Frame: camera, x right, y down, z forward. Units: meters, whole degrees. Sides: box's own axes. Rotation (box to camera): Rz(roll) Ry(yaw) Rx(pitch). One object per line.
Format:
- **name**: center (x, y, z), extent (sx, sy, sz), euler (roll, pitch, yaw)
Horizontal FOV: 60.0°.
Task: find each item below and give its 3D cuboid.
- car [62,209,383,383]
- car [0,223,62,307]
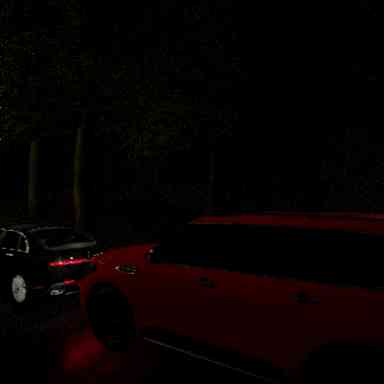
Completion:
- **car**: center (0.834, 1.257, 4.568), extent (5.566, 2.045, 2.150), euler (0, 0, 36)
- **car**: center (-3.991, 1.521, 8.088), extent (4.892, 1.490, 1.837), euler (0, 0, 36)
